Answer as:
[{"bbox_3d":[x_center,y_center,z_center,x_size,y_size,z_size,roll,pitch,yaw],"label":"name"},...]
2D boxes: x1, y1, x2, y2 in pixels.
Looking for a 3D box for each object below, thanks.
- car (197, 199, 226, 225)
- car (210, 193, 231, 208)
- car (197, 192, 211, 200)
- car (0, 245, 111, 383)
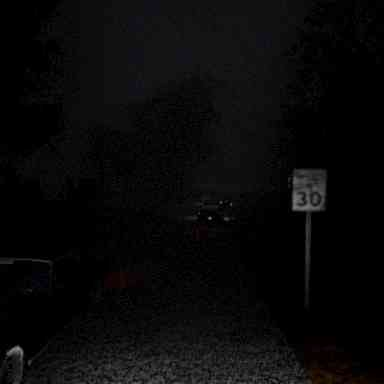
[{"bbox_3d":[1.383,1.498,23.912,1.812,1.442,4.674,0,1,5],"label":"car"},{"bbox_3d":[3.740,1.130,41.481,1.994,1.385,4.181,1,2,9],"label":"car"},{"bbox_3d":[1.966,0.755,48.293,2.128,1.511,4.902,1,3,11],"label":"car"},{"bbox_3d":[-2.739,1.587,5.007,1.895,1.301,4.718,0,0,1],"label":"car"}]
